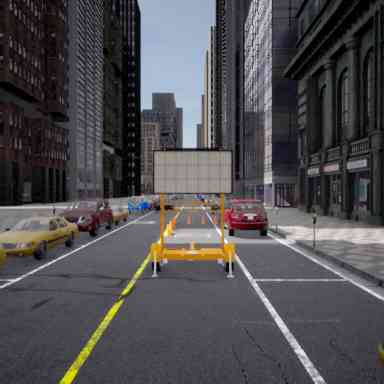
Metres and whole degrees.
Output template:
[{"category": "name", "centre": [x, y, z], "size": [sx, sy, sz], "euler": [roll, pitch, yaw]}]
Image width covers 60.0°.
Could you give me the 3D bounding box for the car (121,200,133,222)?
[{"category": "car", "centre": [-5.711, 1.528, 23.731], "size": [1.752, 1.417, 4.829], "euler": [0, 0, 0]}]

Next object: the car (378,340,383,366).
[{"category": "car", "centre": [2.763, 1.525, 1.497], "size": [1.752, 1.417, 4.829], "euler": [0, 0, 0]}]

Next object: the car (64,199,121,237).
[{"category": "car", "centre": [-5.724, 1.316, 18.261], "size": [2.192, 1.841, 5.009], "euler": [0, 0, 0]}]

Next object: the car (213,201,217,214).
[{"category": "car", "centre": [2.814, 1.553, 23.889], "size": [2.008, 1.369, 4.403], "euler": [0, 0, 0]}]

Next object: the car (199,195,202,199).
[{"category": "car", "centre": [2.904, 1.596, 63.372], "size": [1.947, 1.339, 4.313], "euler": [0, 0, 0]}]

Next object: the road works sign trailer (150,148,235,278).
[{"category": "road works sign trailer", "centre": [0.023, 0.464, 10.163], "size": [2.380, 3.560, 2.880], "euler": [0, 0, 0]}]

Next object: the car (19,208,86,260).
[{"category": "car", "centre": [-5.737, 1.525, 12.450], "size": [1.752, 1.417, 4.829], "euler": [0, 0, 0]}]

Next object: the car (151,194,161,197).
[{"category": "car", "centre": [-5.661, 1.331, 46.464], "size": [2.192, 1.841, 5.009], "euler": [0, 0, 0]}]

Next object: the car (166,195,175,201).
[{"category": "car", "centre": [-5.570, 1.601, 85.949], "size": [2.008, 1.369, 4.403], "euler": [0, 0, 0]}]

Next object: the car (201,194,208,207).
[{"category": "car", "centre": [2.878, 1.461, 52.091], "size": [1.967, 1.590, 4.097], "euler": [0, 0, 0]}]

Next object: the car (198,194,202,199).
[{"category": "car", "centre": [2.942, 1.590, 80.294], "size": [1.887, 1.381, 4.507], "euler": [0, 0, 0]}]

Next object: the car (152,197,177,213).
[{"category": "car", "centre": [-3.014, 1.610, 37.625], "size": [1.895, 1.301, 4.718], "euler": [0, 0, 0]}]

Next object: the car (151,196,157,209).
[{"category": "car", "centre": [-5.673, 1.562, 40.823], "size": [2.008, 1.369, 4.403], "euler": [0, 0, 0]}]

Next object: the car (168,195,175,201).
[{"category": "car", "centre": [-5.557, 1.580, 91.420], "size": [1.752, 1.417, 4.829], "euler": [0, 0, 0]}]

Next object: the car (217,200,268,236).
[{"category": "car", "centre": [2.801, 1.316, 18.249], "size": [2.192, 1.841, 5.009], "euler": [0, 0, 0]}]

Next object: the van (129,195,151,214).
[{"category": "van", "centre": [-5.686, 1.349, 35.183], "size": [1.690, 1.788, 3.998], "euler": [0, 0, 0]}]

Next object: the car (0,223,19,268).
[{"category": "car", "centre": [-5.750, 1.525, 6.809], "size": [1.752, 1.417, 4.829], "euler": [0, 0, 0]}]

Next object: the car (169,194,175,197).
[{"category": "car", "centre": [-5.595, 1.606, 74.668], "size": [1.947, 1.339, 4.313], "euler": [0, 0, 0]}]

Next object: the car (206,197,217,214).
[{"category": "car", "centre": [2.840, 1.558, 35.170], "size": [2.008, 1.369, 4.403], "euler": [0, 0, 0]}]

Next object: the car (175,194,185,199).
[{"category": "car", "centre": [-2.821, 1.158, 78.446], "size": [1.837, 1.490, 4.892], "euler": [0, 0, 0]}]
